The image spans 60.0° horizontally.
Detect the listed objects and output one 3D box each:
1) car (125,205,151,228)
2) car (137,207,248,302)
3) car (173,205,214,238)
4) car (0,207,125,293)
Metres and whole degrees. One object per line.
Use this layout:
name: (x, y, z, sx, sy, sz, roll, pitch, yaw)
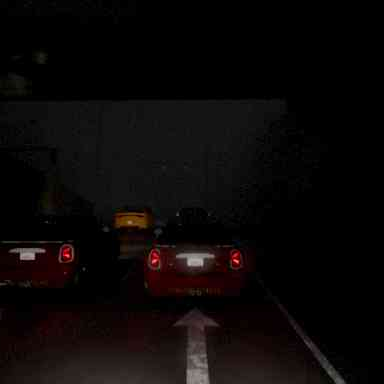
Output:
car: (-3.438, 1.518, 20.769, 1.882, 1.535, 5.008, 0, 0, 0)
car: (0.075, 1.368, 8.489, 2.097, 1.767, 4.553, 0, 0, 0)
car: (0.072, 1.585, 19.148, 2.033, 1.411, 5.357, 0, 0, 0)
car: (-3.420, 1.369, 9.052, 2.097, 1.767, 4.553, 0, 0, 0)
